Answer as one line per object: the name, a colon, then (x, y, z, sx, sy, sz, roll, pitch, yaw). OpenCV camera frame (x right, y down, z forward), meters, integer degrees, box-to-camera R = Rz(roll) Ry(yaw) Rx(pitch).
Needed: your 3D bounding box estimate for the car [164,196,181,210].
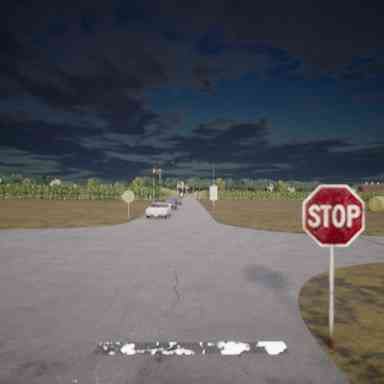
car: (-2.926, 1.557, 43.787, 2.128, 1.511, 4.902, 0, 0, 0)

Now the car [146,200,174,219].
car: (-2.931, 1.624, 29.677, 1.895, 1.301, 4.718, 0, 0, 1)
